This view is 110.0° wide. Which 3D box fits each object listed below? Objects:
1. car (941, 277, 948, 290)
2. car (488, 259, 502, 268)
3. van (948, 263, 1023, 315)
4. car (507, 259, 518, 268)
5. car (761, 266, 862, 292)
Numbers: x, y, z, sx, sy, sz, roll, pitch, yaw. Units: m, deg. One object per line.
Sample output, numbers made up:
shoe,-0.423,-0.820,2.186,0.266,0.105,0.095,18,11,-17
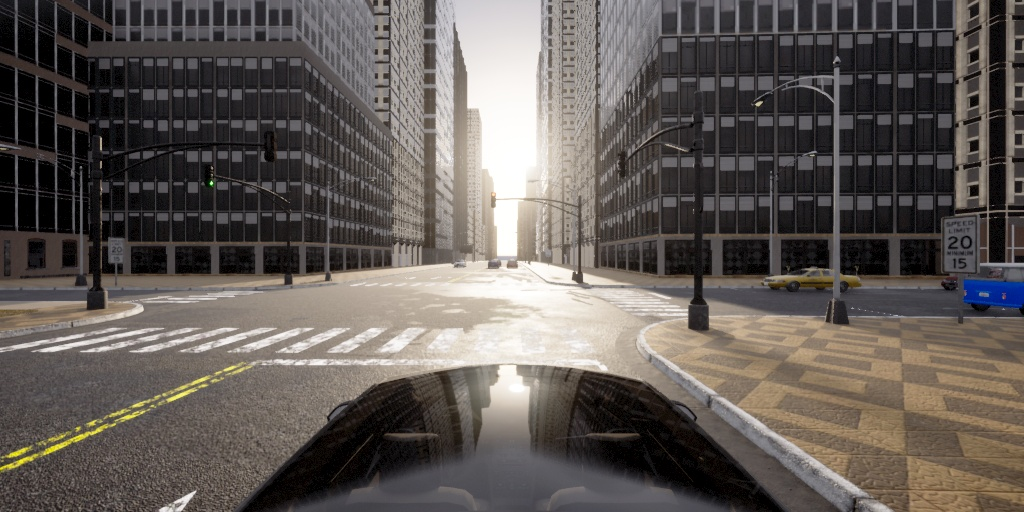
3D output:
car,26.937,1.356,20.160,4.207,1.307,1.802,0,0,2
car,-3.201,1.336,62.836,1.882,1.535,5.008,0,0,0
van,18.367,1.119,12.479,3.998,1.789,1.690,0,0,2
car,0.050,1.425,63.666,1.994,1.385,4.181,0,0,0
car,17.103,1.293,20.652,4.829,1.417,1.751,0,0,2
